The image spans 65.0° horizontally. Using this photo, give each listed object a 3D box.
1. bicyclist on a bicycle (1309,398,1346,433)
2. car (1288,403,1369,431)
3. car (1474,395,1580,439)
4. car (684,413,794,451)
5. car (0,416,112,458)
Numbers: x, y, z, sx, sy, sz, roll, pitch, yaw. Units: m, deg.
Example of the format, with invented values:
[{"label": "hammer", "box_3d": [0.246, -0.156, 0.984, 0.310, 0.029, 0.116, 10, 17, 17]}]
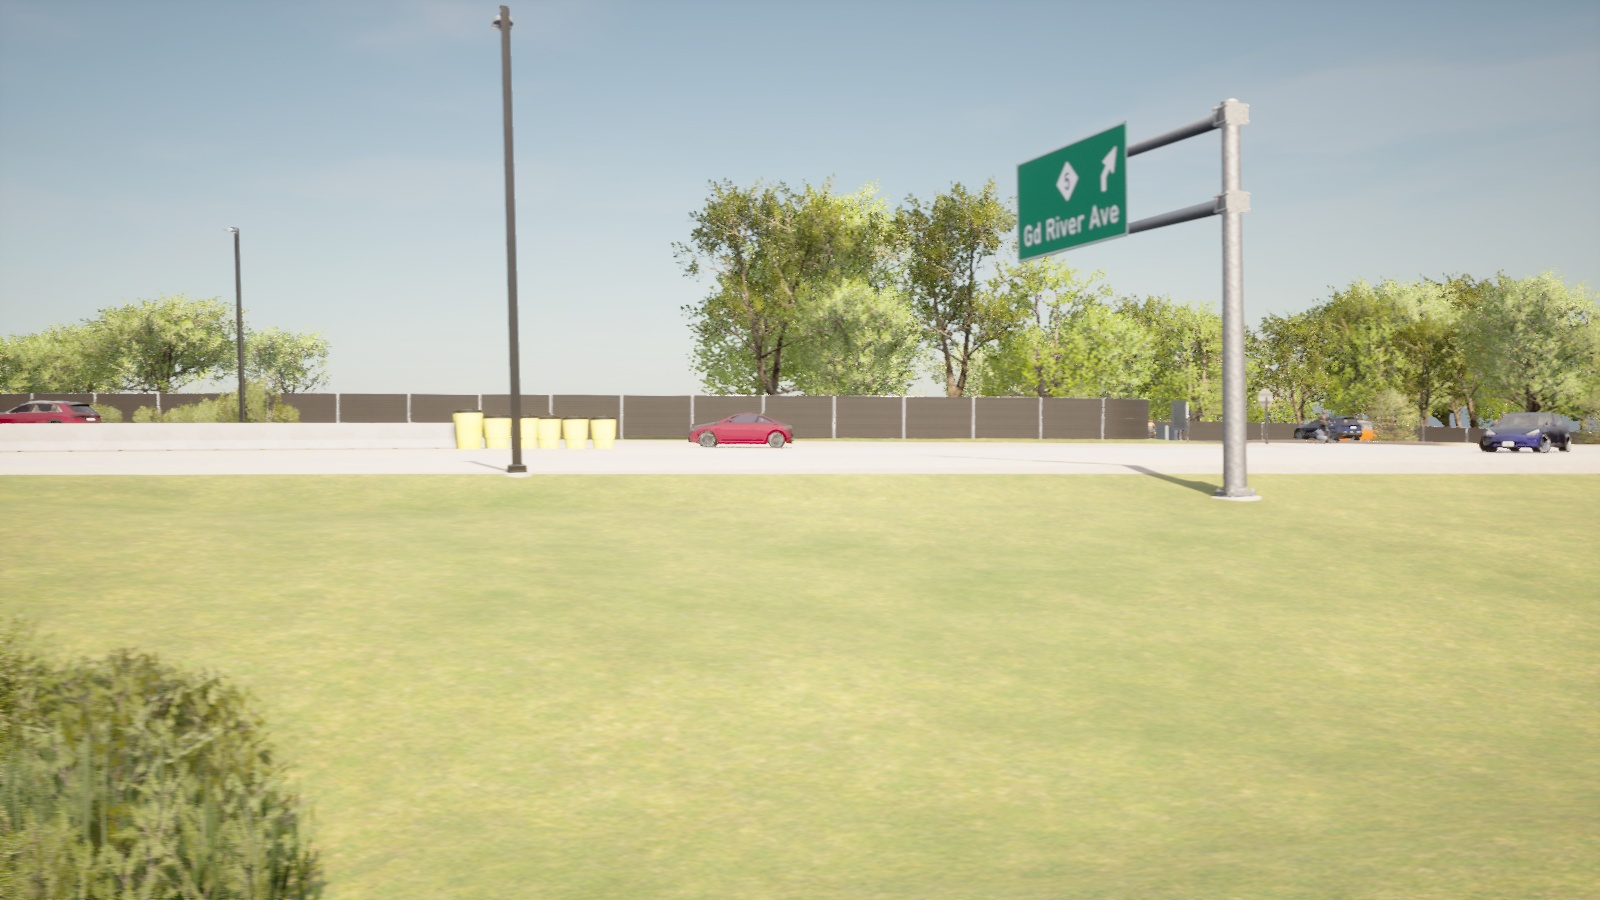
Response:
[{"label": "bicyclist on a bicycle", "box_3d": [26.999, -1.753, 64.316, 0.659, 1.776, 1.843, -2, 1, -19]}, {"label": "car", "box_3d": [33.646, -2.071, 80.117, 2.033, 1.649, 4.856, -3, 1, -18]}, {"label": "car", "box_3d": [26.761, -1.222, 46.156, 4.792, 1.488, 2.163, -2, 1, -45]}, {"label": "car", "box_3d": [-2.336, -0.712, 49.211, 4.181, 1.385, 1.994, -1, 1, 1]}, {"label": "car", "box_3d": [-31.109, -0.536, 51.388, 4.856, 1.649, 2.033, 0, 2, 8]}]
